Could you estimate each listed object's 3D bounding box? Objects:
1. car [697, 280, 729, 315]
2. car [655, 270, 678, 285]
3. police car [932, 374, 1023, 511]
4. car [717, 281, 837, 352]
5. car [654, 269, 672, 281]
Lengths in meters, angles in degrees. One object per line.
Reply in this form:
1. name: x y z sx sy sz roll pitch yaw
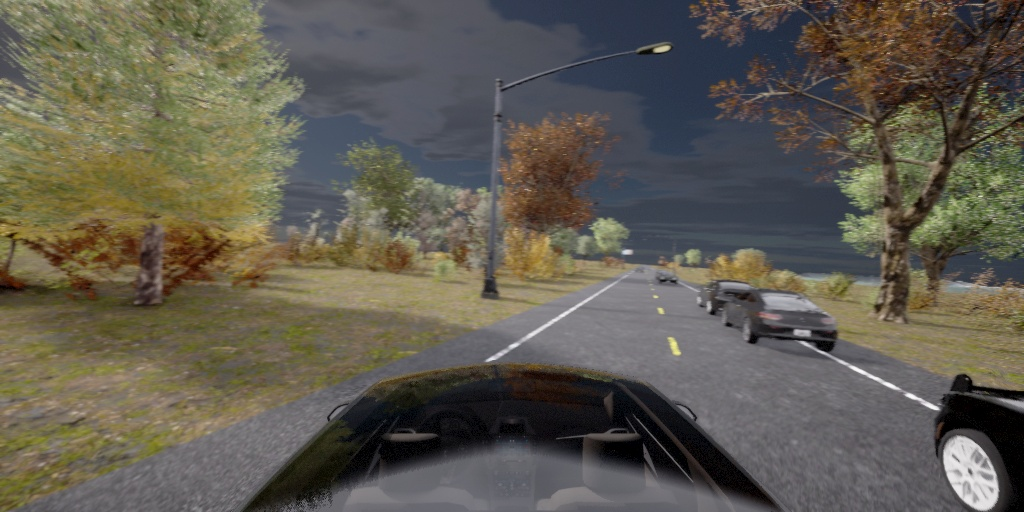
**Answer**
1. car: 9.721 1.827 16.251 1.837 1.490 4.892 3 0 20
2. car: 17.510 2.479 40.388 1.895 1.301 4.718 2 0 21
3. police car: 4.265 1.371 1.341 1.930 1.638 5.238 3 0 20
4. car: 7.653 1.706 10.621 1.812 1.442 4.674 3 0 20
5. car: 21.069 2.667 50.215 2.033 1.411 5.357 3 0 20
